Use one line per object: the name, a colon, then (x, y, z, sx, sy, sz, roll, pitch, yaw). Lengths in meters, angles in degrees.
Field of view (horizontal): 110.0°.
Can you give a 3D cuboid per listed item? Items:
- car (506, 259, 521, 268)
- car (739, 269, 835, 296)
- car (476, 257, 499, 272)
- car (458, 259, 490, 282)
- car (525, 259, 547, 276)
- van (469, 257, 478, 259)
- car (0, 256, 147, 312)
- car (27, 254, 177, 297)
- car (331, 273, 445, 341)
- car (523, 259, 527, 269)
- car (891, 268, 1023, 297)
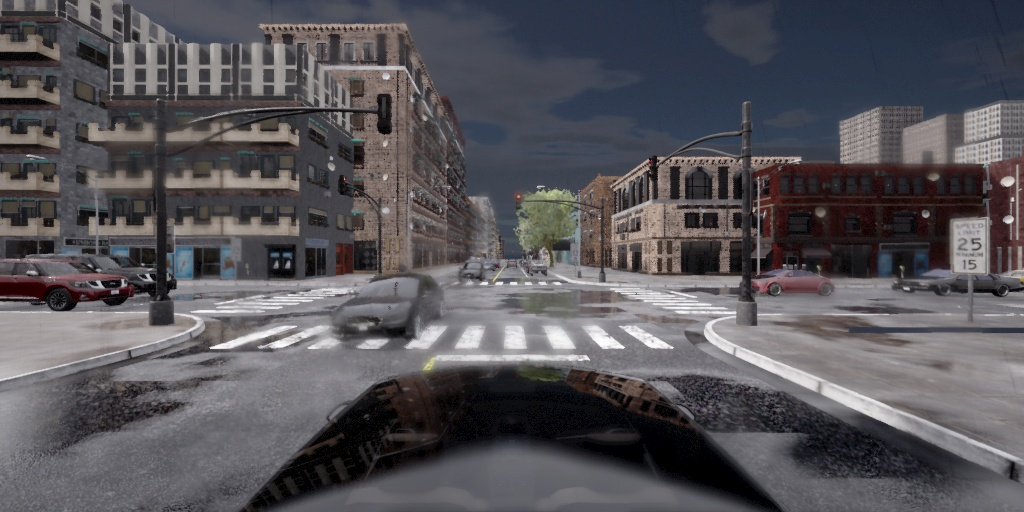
car: (0.002, 1.319, 63.384, 2.128, 1.511, 4.902, 0, 0, 0)
car: (14.719, 1.387, 19.325, 4.181, 1.385, 1.994, 0, 0, 0)
car: (-3.096, 1.286, 45.919, 2.128, 1.511, 4.902, 0, 0, 0)
car: (-3.169, 1.272, 29.351, 1.837, 1.490, 4.892, 0, 0, 1)
car: (2.691, 1.330, 37.028, 2.007, 1.370, 4.403, 0, 0, 0)
van: (-5.689, 1.149, 54.120, 1.690, 1.789, 3.998, 0, 0, 0)
car: (-17.276, 1.013, 13.309, 5.009, 1.841, 2.192, 0, 0, 0)
car: (-18.310, 0.917, 15.889, 5.566, 2.045, 2.150, 0, 0, 0)
car: (-3.100, 1.255, 9.901, 1.837, 1.490, 4.892, 0, 0, 0)
car: (2.692, 1.228, 42.725, 1.967, 1.591, 4.097, 0, 0, 0)
car: (24.020, 1.412, 19.392, 5.357, 1.411, 2.033, 0, 0, 0)
